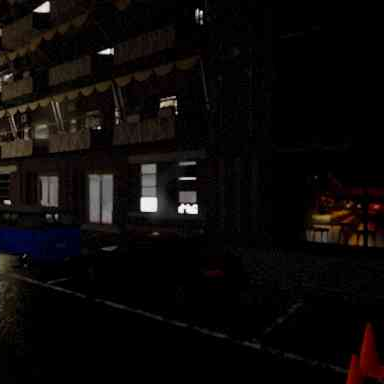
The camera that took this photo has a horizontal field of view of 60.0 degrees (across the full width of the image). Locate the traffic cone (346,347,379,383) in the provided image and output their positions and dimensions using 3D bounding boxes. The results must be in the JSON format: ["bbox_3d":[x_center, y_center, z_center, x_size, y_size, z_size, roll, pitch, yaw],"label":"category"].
[{"bbox_3d":[1.660,1.956,3.388,0.340,0.580,0.340,0,0,35],"label":"traffic cone"}]

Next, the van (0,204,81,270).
[{"bbox_3d":[-5.314,1.324,10.722,3.998,1.788,1.690,0,0,35],"label":"van"}]

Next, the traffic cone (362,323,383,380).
[{"bbox_3d":[2.237,1.957,4.205,0.340,0.580,0.340,0,0,35],"label":"traffic cone"}]

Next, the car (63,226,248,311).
[{"bbox_3d":[-0.797,1.575,7.529,4.206,1.307,1.802,0,0,35],"label":"car"}]
